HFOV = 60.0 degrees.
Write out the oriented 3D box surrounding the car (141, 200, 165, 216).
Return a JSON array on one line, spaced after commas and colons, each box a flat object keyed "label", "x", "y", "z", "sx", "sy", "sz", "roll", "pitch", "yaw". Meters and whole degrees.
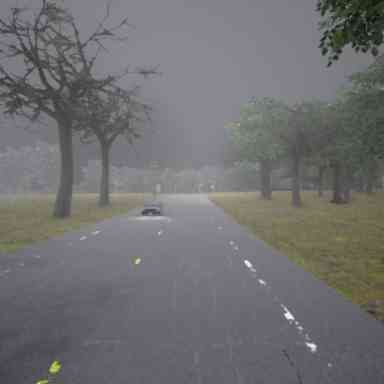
[{"label": "car", "x": -3.595, "y": 1.443, "z": 31.473, "sx": 2.033, "sy": 1.411, "sz": 5.357, "roll": 0, "pitch": 1, "yaw": 0}]
